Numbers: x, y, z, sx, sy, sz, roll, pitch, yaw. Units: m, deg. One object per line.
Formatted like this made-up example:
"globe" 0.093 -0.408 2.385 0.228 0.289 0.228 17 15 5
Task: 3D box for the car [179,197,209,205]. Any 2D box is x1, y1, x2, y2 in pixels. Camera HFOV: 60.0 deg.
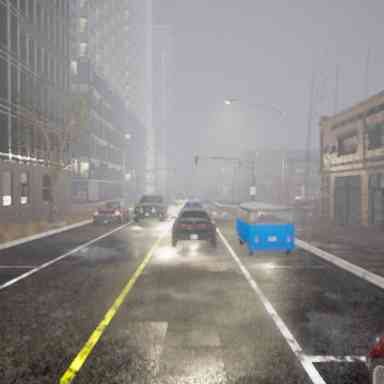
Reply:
"car" 0.088 1.465 26.870 1.882 1.535 5.008 0 0 0

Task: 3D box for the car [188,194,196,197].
"car" -0.015 1.463 88.447 1.837 1.490 4.892 0 0 0

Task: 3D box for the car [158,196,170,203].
"car" -5.679 1.537 67.571 1.947 1.339 4.313 -1 0 0

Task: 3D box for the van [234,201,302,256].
"van" 2.674 1.335 12.897 1.690 1.788 3.998 -1 0 0

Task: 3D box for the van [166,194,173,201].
"van" -5.686 1.307 84.503 1.690 1.788 3.998 -1 0 0

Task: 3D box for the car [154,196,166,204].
"car" -5.850 1.499 61.757 1.752 1.417 4.829 -1 0 0

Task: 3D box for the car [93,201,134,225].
"car" -5.707 1.429 23.979 1.967 1.590 4.097 -1 0 0

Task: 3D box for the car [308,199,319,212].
"car" 16.412 1.784 38.855 4.313 1.339 1.947 1 0 1

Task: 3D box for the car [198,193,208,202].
"car" 2.662 1.283 78.806 2.192 1.841 5.009 -1 0 0

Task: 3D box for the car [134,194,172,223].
"car" -3.055 1.211 25.648 2.150 2.045 5.566 0 0 1

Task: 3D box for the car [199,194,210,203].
"car" 2.666 1.411 67.518 1.967 1.590 4.097 -1 0 0

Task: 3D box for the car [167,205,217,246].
"car" 0.092 1.494 15.043 1.837 1.490 4.892 0 -1 0

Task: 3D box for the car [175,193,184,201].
"car" -3.014 1.191 83.077 2.150 2.045 5.566 0 0 0

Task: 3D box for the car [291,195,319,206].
"car" 16.519 1.401 47.231 5.009 1.841 2.192 1 0 1

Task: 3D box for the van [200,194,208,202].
"van" 2.663 1.311 73.162 1.690 1.788 3.998 -1 0 0

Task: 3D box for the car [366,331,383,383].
"car" 2.679 1.581 1.828 1.802 1.307 4.206 -1 0 0
